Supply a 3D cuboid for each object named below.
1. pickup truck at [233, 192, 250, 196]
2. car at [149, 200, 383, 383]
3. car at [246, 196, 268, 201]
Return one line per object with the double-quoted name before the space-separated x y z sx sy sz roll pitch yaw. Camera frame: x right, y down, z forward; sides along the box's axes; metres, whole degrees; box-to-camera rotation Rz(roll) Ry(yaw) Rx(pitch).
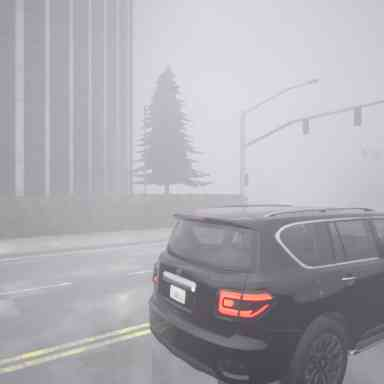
"pickup truck" 10.249 1.057 68.801 2.390 2.098 6.274 0 0 -5
"car" 2.047 1.221 5.200 5.566 2.045 2.150 0 0 -35
"car" 8.791 1.563 42.640 1.994 1.385 4.181 0 0 -36
